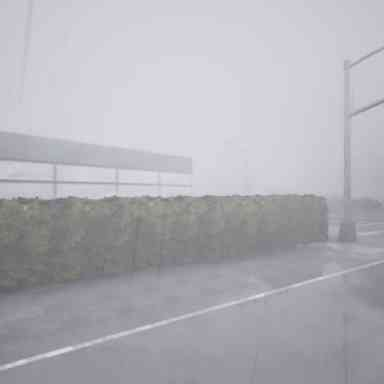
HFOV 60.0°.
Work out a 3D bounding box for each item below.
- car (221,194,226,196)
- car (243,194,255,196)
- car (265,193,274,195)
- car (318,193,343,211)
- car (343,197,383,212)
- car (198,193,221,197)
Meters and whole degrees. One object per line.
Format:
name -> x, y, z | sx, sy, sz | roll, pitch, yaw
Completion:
car -> 7.158, 1.234, 82.353 | 4.514, 1.523, 2.007 | 0, 0, -37
car -> 15.006, 1.150, 83.586 | 3.806, 1.475, 1.970 | 0, 0, -37
car -> 19.073, 1.065, 78.612 | 5.027, 1.636, 2.152 | 0, 0, -37
car -> 16.779, 1.270, 38.218 | 5.027, 1.636, 2.152 | 0, 0, -37
car -> 18.682, 1.277, 35.724 | 4.514, 1.523, 2.007 | 0, 0, -37
car -> 3.217, 1.049, 70.826 | 4.605, 1.855, 1.932 | 0, 0, -37
